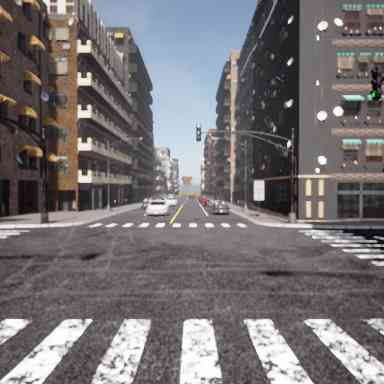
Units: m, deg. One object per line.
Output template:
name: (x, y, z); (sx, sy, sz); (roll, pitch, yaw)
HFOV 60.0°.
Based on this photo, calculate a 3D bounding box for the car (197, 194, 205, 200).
car: (2.538, 1.465, 95.338); (1.967, 1.590, 4.097); (-1, 0, 0)

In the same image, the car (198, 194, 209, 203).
car: (2.567, 1.311, 72.812); (2.192, 1.841, 5.009); (-1, 0, 0)

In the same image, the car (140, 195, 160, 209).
car: (-5.905, 1.527, 44.737); (2.008, 1.369, 4.403); (-1, 0, 0)

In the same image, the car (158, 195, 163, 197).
car: (-5.912, 1.544, 50.369); (1.947, 1.339, 4.313); (-1, 0, 0)

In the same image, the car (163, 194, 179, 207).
car: (-3.158, 1.504, 51.272); (1.812, 1.442, 4.674); (0, 0, 0)

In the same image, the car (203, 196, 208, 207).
car: (2.742, 1.526, 38.921); (2.008, 1.369, 4.403); (-1, 0, 0)

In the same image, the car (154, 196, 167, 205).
car: (-5.758, 1.536, 61.635); (2.008, 1.369, 4.403); (-1, 0, 0)

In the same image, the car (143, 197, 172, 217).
car: (-3.144, 1.501, 31.282); (1.812, 1.442, 4.674); (0, 0, 0)

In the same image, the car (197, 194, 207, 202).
car: (2.580, 1.535, 67.180); (1.887, 1.381, 4.507); (-1, 0, 0)

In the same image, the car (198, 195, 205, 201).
car: (2.549, 1.598, 89.706); (1.802, 1.307, 4.206); (-1, 0, 0)

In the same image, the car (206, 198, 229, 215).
car: (2.758, 1.526, 33.390); (2.008, 1.369, 4.403); (-1, 0, 0)

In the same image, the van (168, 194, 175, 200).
van: (-5.811, 1.366, 95.429); (1.690, 1.788, 3.998); (-1, 0, 0)

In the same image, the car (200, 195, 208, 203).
car: (2.623, 1.523, 50.185); (1.887, 1.381, 4.507); (-1, 0, 0)

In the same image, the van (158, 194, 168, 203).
van: (-5.771, 1.331, 67.268); (1.690, 1.788, 3.998); (-1, 0, 0)
